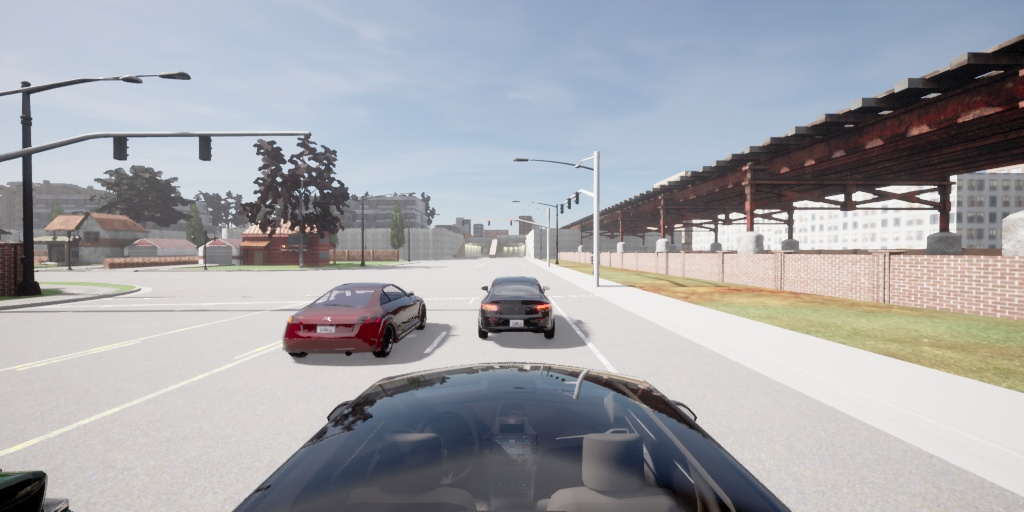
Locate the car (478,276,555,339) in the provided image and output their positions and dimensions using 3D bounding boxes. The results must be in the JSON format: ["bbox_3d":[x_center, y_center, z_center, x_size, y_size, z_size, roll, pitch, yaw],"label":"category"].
[{"bbox_3d":[0.105,1.277,10.018,1.812,1.442,4.674,0,0,0],"label":"car"}]

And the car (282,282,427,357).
[{"bbox_3d":[-3.397,1.315,8.555,1.994,1.385,4.181,0,0,0],"label":"car"}]
